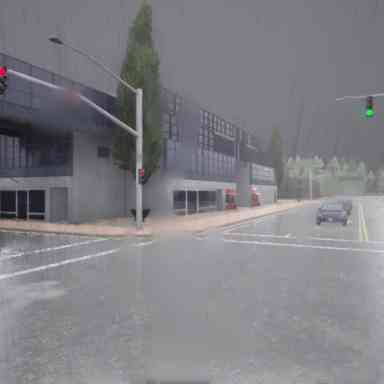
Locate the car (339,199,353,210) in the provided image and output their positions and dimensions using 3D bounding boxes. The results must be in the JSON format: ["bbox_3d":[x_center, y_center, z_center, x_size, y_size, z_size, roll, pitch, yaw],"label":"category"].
[{"bbox_3d":[14.638,1.601,32.861,1.895,1.301,4.718,0,0,27],"label":"car"}]

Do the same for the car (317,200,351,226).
[{"bbox_3d":[10.030,1.526,23.655,1.812,1.442,4.674,0,0,27],"label":"car"}]

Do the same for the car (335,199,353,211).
[{"bbox_3d":[19.239,1.601,42.050,1.895,1.301,4.718,0,0,27],"label":"car"}]
